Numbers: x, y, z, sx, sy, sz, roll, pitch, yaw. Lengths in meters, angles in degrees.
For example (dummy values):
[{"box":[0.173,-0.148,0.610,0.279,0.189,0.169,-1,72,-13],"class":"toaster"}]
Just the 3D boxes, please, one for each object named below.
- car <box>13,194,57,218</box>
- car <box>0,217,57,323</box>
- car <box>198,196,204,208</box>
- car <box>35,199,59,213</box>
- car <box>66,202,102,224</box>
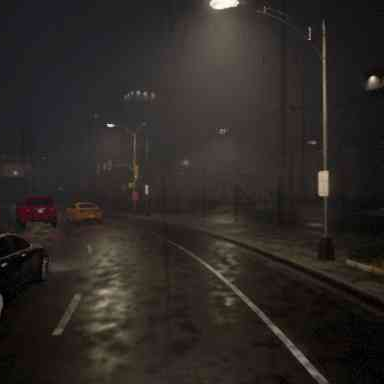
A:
[{"box":[-10.717,1.293,22.806,2.150,2.045,5.566,0,0,-31],"class":"car"},{"box":[-4.370,1.535,6.767,1.837,1.490,4.892,0,0,-9],"class":"car"},{"box":[1.264,1.257,44.737,2.185,1.767,4.553,0,0,-34],"class":"car"},{"box":[-17.269,1.643,39.383,1.812,1.442,4.674,0,0,-33],"class":"car"},{"box":[-8.363,1.536,25.514,1.882,1.535,5.008,0,0,-31],"class":"car"}]
